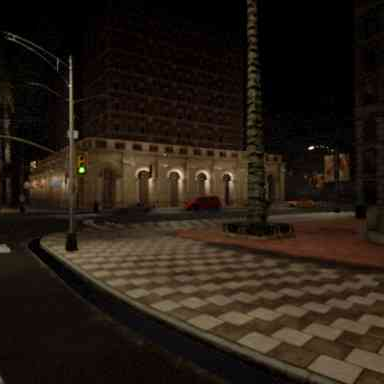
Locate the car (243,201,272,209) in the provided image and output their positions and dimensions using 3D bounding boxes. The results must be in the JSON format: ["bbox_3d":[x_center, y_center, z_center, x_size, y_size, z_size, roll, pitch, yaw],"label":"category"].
[{"bbox_3d":[10.245,1.880,52.036,5.008,1.535,1.882,0,-1,-34],"label":"car"}]

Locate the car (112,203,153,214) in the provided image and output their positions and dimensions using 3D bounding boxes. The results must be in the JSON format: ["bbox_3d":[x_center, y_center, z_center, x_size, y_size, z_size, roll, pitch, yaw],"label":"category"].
[{"bbox_3d":[-7.177,1.951,40.420,4.718,1.301,1.895,0,-1,-34],"label":"car"}]

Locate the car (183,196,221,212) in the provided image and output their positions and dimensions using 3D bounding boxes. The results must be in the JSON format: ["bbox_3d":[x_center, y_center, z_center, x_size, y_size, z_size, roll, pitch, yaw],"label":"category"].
[{"bbox_3d":[1.504,1.597,46.207,5.566,2.045,2.150,0,-1,-34],"label":"car"}]

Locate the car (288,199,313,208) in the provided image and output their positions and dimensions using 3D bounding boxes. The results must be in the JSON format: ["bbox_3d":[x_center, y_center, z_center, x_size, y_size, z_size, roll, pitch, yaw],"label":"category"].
[{"bbox_3d":[18.835,1.906,57.784,5.008,1.535,1.882,0,0,-33],"label":"car"}]
